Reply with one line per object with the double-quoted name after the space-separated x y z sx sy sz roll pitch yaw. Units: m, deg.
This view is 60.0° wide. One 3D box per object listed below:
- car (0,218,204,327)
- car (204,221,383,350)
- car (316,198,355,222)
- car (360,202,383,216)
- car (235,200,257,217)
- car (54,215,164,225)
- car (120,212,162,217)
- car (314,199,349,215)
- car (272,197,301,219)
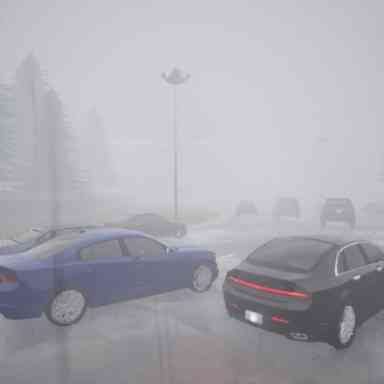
-1.591 1.553 7.306 5.008 1.535 1.882 0 0 -39 "car"
2.656 1.562 6.448 4.892 1.490 1.837 0 0 -43 "car"
10.694 1.430 24.739 2.150 2.045 5.566 0 0 19 "car"
20.035 1.816 36.046 1.812 1.442 4.674 0 -1 3 "car"
5.818 1.679 36.047 2.097 1.767 4.553 0 -1 5 "car"
-3.473 1.654 10.029 5.357 1.411 2.033 0 -1 -40 "car"
-2.287 1.687 16.269 1.812 1.442 4.674 0 0 42 "car"
16.209 1.680 38.934 2.097 1.767 4.553 0 -1 0 "car"
9.058 1.504 32.193 2.150 2.045 5.566 0 0 9 "car"
